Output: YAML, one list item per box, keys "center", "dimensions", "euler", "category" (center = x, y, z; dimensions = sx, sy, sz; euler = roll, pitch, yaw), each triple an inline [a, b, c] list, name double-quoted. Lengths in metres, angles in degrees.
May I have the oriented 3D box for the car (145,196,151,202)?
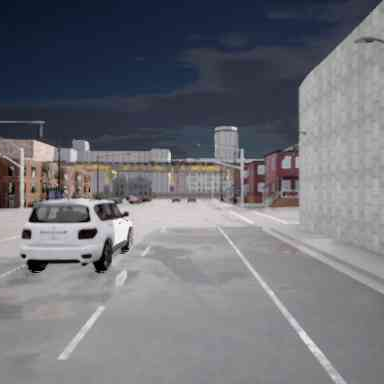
- center: [-10.511, 1.676, 77.180]
  dimensions: [2.033, 1.411, 5.357]
  euler: [0, 0, 0]
  category: "car"

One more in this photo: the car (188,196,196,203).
- center: [-0.011, 1.646, 74.824]
  dimensions: [1.812, 1.442, 4.674]
  euler: [0, 0, 0]
  category: "car"

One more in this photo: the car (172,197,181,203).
- center: [-3.511, 1.721, 74.849]
  dimensions: [1.895, 1.301, 4.718]
  euler: [0, 0, 0]
  category: "car"

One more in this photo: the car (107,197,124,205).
- center: [-14.023, 1.660, 61.289]
  dimensions: [2.033, 1.411, 5.357]
  euler: [0, 0, 0]
  category: "car"

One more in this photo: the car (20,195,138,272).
- center: [-3.444, 1.241, 11.012]
  dimensions: [2.150, 2.045, 5.566]
  euler: [0, 0, 0]
  category: "car"

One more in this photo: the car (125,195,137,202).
- center: [-14.011, 1.447, 76.964]
  dimensions: [1.882, 1.535, 5.008]
  euler: [0, 0, 0]
  category: "car"

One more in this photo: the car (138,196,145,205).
- center: [-10.533, 1.591, 61.515]
  dimensions: [1.882, 1.535, 5.008]
  euler: [0, 0, 0]
  category: "car"
